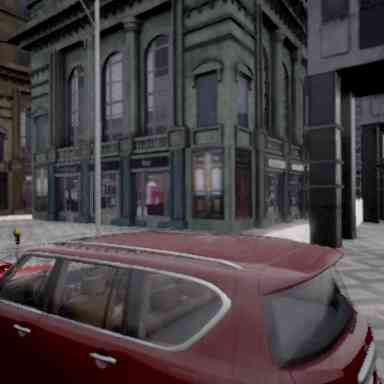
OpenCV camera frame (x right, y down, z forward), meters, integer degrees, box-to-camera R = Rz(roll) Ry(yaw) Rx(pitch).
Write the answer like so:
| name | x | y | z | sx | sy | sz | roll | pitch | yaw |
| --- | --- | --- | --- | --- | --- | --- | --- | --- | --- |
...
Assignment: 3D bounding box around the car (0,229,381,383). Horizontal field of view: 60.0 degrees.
| name | x | y | z | sx | sy | sz | roll | pitch | yaw |
| --- | --- | --- | --- | --- | --- | --- | --- | --- | --- |
| car | -0.804 | 1.344 | 3.534 | 5.009 | 1.841 | 2.192 | -1 | 0 | 35 |
